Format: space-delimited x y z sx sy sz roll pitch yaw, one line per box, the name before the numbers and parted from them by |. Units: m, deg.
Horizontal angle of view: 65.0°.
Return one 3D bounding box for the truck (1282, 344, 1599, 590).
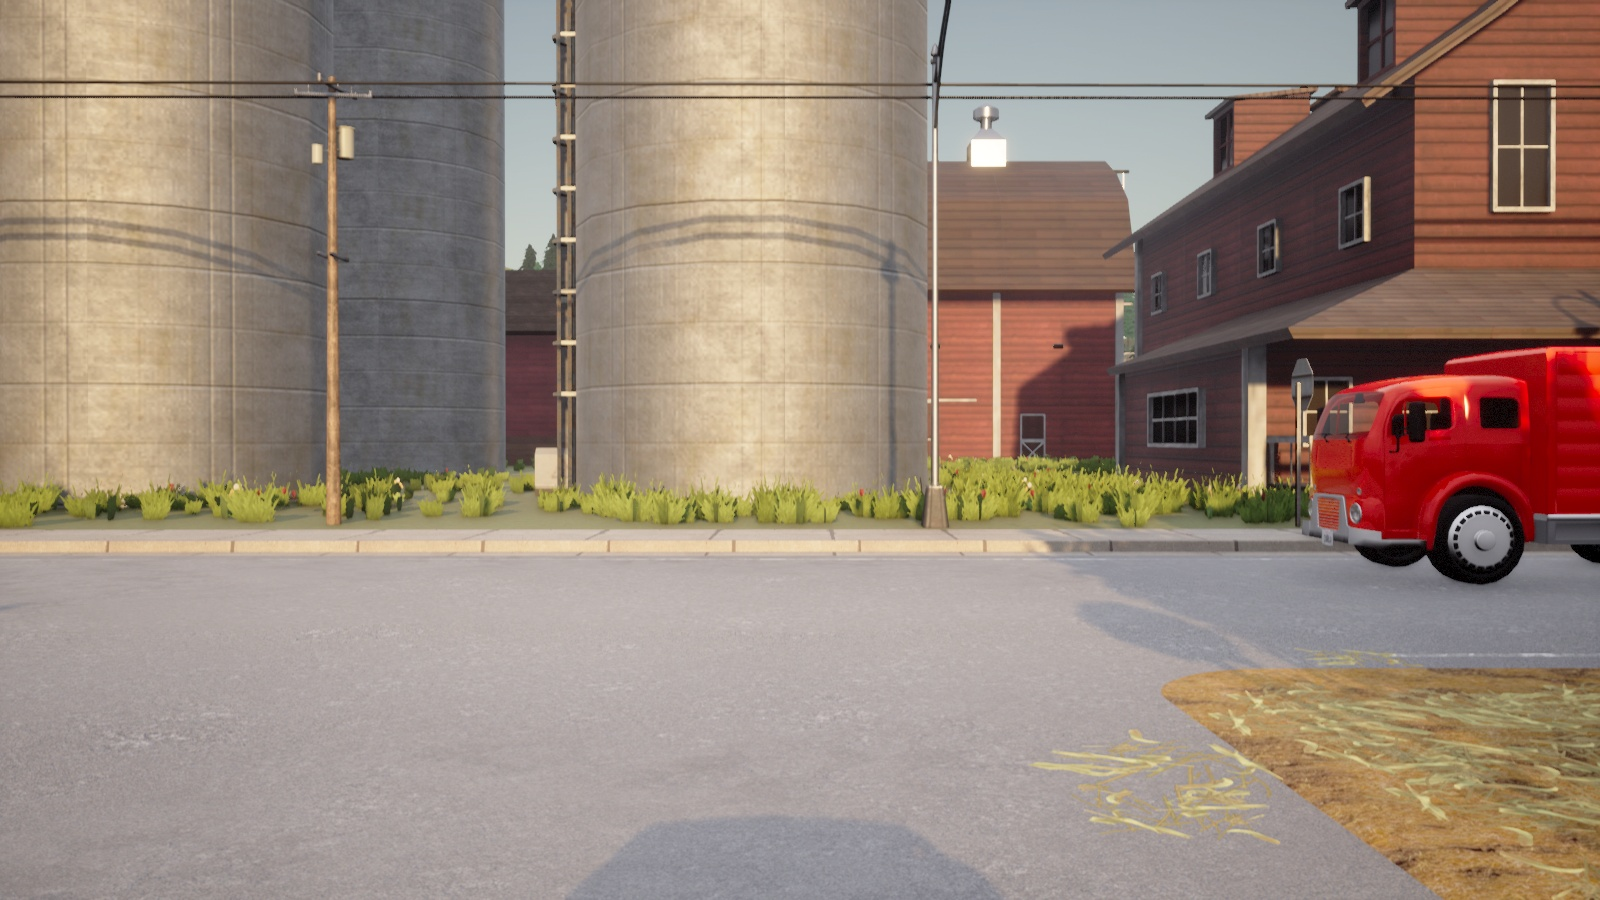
truck | 8.452 0.163 13.925 5.204 2.467 2.627 0 0 0
